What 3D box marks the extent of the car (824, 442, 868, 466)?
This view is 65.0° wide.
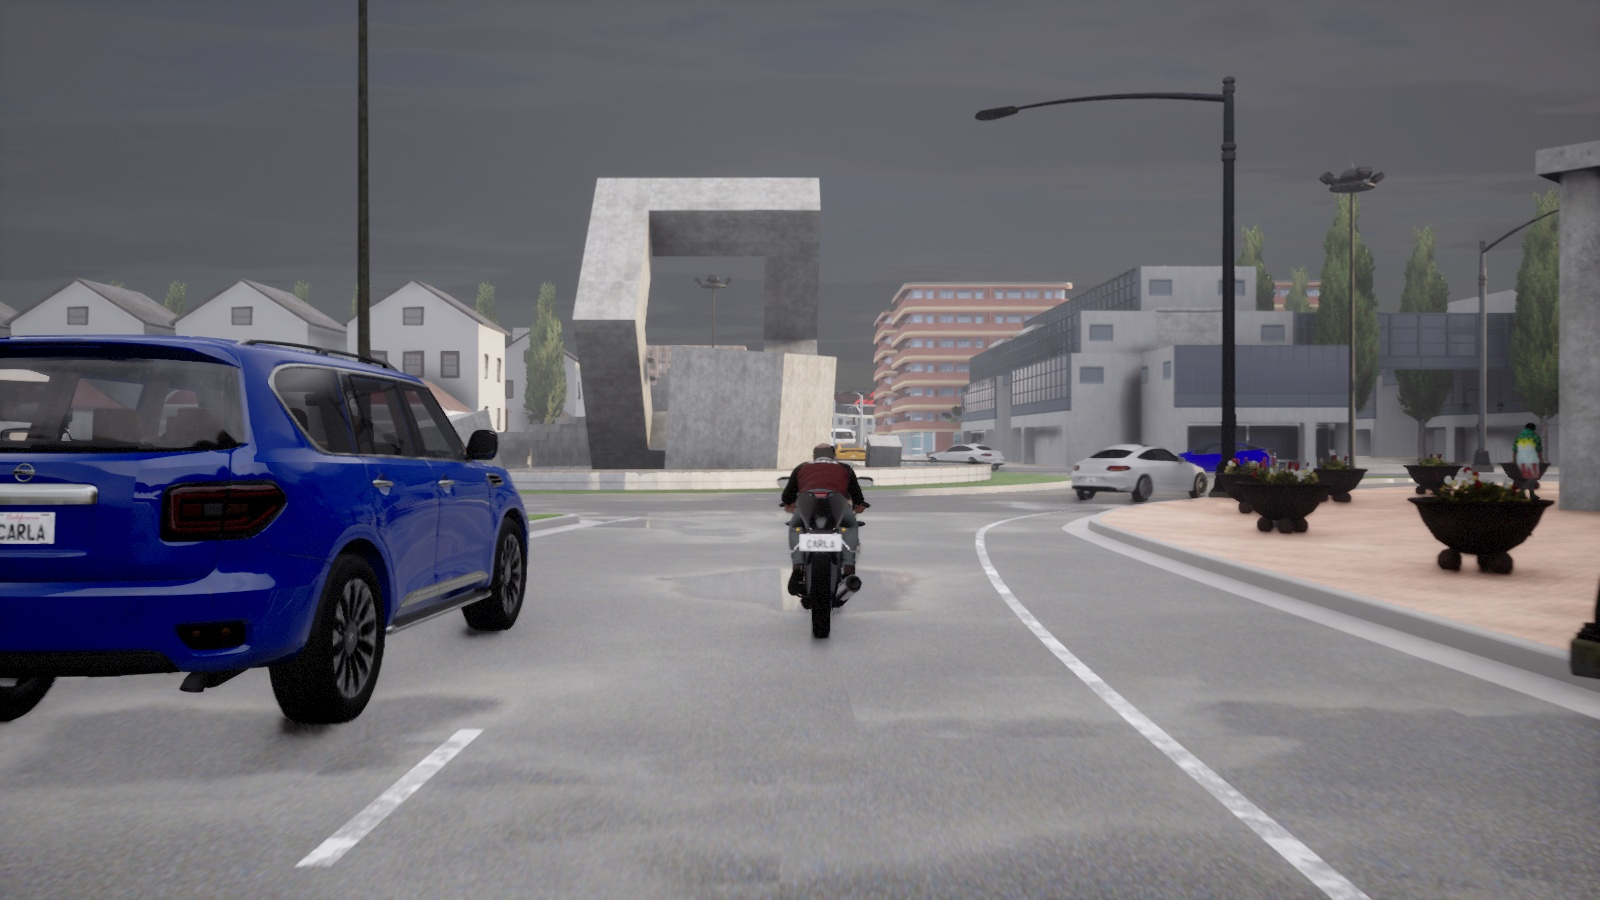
[{"bbox_3d":[2.954,0.263,82.253,1.882,1.535,5.008,0,0,-10],"label":"car"}]

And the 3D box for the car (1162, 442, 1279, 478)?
[{"bbox_3d":[18.424,0.398,55.061,4.514,1.525,2.007,0,0,34],"label":"car"}]

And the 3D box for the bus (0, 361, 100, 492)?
[{"bbox_3d":[-30.263,-0.900,43.514,10.273,4.253,3.944,1,1,9],"label":"bus"}]

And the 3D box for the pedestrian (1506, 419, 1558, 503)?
[{"bbox_3d":[17.324,0.254,29.734,0.873,1.952,0.659,0,0,-23],"label":"pedestrian"}]

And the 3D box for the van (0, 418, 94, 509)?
[{"bbox_3d":[-19.196,0.283,30.307,4.480,2.038,2.069,0,1,36],"label":"van"}]

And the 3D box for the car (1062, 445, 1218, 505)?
[{"bbox_3d":[8.913,0.595,32.699,4.674,1.442,1.812,0,0,-44],"label":"car"}]

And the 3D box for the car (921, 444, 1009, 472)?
[{"bbox_3d":[8.798,0.400,67.345,1.812,1.442,4.674,0,0,-41],"label":"car"}]

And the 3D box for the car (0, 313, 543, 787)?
[{"bbox_3d":[-3.388,0.416,8.222,2.150,2.045,5.566,0,0,1],"label":"car"}]

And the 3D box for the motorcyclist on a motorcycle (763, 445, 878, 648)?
[{"bbox_3d":[0.203,0.722,10.584,0.866,1.530,2.191,0,0,2],"label":"motorcyclist on a motorcycle"}]
